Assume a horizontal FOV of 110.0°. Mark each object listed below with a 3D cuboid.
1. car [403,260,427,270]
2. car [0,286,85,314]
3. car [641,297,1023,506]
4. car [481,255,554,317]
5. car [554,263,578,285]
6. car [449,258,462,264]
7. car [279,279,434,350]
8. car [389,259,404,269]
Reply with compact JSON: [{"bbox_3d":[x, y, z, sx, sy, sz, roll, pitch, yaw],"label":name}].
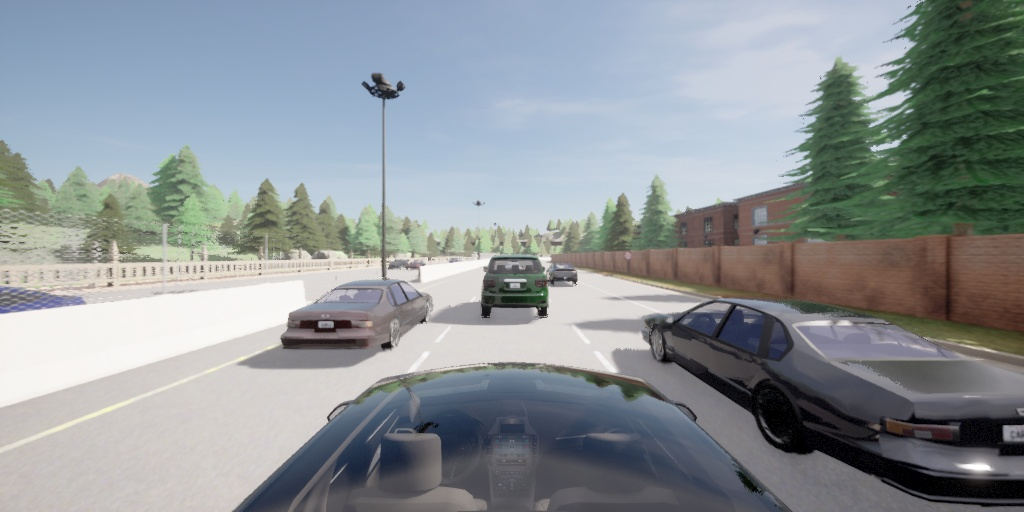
[{"bbox_3d":[-13.627,1.317,51.524,1.994,1.385,4.181,0,0,2],"label":"car"},{"bbox_3d":[-10.602,1.276,6.337,1.812,1.442,4.674,0,0,0],"label":"car"},{"bbox_3d":[3.600,1.297,5.039,2.033,1.411,5.357,0,0,0],"label":"car"},{"bbox_3d":[0.077,0.972,13.274,2.150,2.045,5.566,0,0,0],"label":"car"},{"bbox_3d":[3.533,1.242,25.944,2.128,1.511,4.902,0,0,0],"label":"car"},{"bbox_3d":[-9.816,1.103,62.447,2.097,1.767,4.553,0,0,1],"label":"car"},{"bbox_3d":[-3.403,1.298,9.056,2.033,1.411,5.357,0,0,0],"label":"car"},{"bbox_3d":[-17.050,1.259,54.318,1.837,1.490,4.892,0,0,2],"label":"car"}]
